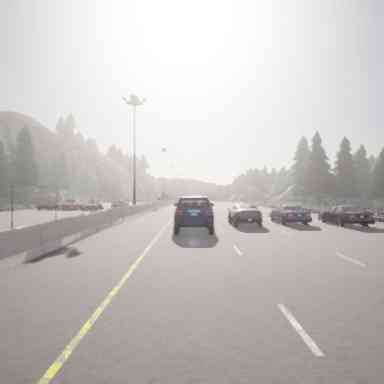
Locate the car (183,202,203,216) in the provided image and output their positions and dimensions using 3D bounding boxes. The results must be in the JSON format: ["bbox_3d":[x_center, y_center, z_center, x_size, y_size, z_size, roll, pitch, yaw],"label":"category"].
[{"bbox_3d":[0.119,1.813,37.309,2.033,1.411,5.357,0,-1,0],"label":"car"}]

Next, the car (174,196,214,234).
[{"bbox_3d":[0.110,1.264,19.721,2.150,2.045,5.566,0,-1,0],"label":"car"}]

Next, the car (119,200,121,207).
[{"bbox_3d":[-10.510,1.948,48.325,1.837,1.490,4.892,0,-1,1],"label":"car"}]

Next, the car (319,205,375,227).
[{"bbox_3d":[10.612,1.623,23.257,2.033,1.411,5.357,0,-1,0],"label":"car"}]

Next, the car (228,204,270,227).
[{"bbox_3d":[3.612,1.564,23.142,2.128,1.511,4.902,0,-1,0],"label":"car"}]

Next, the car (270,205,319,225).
[{"bbox_3d":[7.112,1.634,24.480,2.033,1.411,5.357,0,-1,0],"label":"car"}]
